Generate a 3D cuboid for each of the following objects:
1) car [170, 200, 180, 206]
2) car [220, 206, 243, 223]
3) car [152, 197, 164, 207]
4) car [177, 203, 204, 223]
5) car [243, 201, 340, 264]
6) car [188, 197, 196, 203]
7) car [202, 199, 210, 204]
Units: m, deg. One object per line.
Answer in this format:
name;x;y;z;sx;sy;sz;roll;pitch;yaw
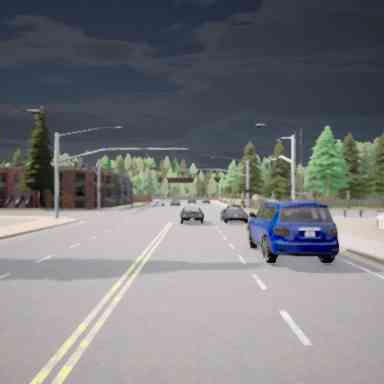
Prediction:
car;-3.481;2.287;68.997;1.994;1.385;4.181;0;-1;0
car;3.530;1.870;28.557;1.994;1.385;4.181;0;-1;1
car;-6.981;1.959;68.978;2.150;2.045;5.566;0;-1;0
car;-0.091;1.903;28.225;1.895;1.301;4.718;0;-1;-3
car;3.510;1.360;12.536;2.150;2.045;5.566;0;0;0
car;0.023;2.097;83.867;2.097;1.767;4.553;0;-1;0
car;3.523;2.338;83.923;1.895;1.301;4.718;0;-1;0
